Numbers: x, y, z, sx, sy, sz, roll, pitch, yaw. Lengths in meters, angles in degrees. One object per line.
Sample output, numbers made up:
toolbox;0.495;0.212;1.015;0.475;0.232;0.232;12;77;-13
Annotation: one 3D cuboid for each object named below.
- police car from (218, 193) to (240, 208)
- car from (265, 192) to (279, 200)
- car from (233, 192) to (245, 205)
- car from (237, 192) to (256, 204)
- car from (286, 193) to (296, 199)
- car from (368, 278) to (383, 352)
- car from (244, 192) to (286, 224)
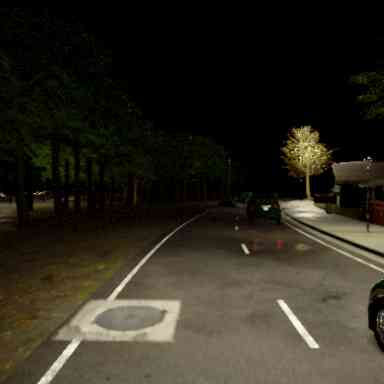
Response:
police car;4.925;1.276;45.910;1.930;1.638;5.238;0;0;16
car;18.592;0.932;76.873;2.097;1.767;4.553;0;0;29
car;7.934;1.021;55.312;2.150;2.045;5.566;0;0;20
car;10.042;0.989;60.901;2.150;2.045;5.566;0;0;22
car;26.712;1.060;90.250;2.128;1.511;4.902;0;0;35
car;3.637;1.345;3.087;2.097;1.767;4.553;0;0;1
car;5.153;1.167;24.210;2.150;2.045;5.566;0;0;8
